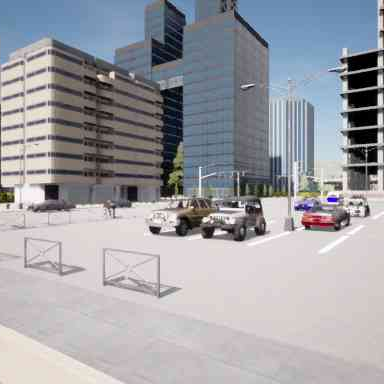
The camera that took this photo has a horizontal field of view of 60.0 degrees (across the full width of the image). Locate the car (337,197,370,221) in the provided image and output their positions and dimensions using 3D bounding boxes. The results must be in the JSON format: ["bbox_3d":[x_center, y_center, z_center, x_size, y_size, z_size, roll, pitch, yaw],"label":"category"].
[{"bbox_3d":[14.074,1.395,28.607,1.970,1.475,3.806,0,0,34],"label":"car"}]

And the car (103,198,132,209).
[{"bbox_3d":[-10.356,1.564,46.560,1.994,1.385,4.181,0,0,35],"label":"car"}]

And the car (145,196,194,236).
[{"bbox_3d":[-0.296,1.153,17.291,1.932,1.855,4.605,0,0,34],"label":"car"}]

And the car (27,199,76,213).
[{"bbox_3d":[-15.980,1.547,38.185,2.033,1.411,5.357,0,0,34],"label":"car"}]

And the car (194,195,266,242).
[{"bbox_3d":[2.074,1.156,15.629,1.905,1.878,3.866,0,0,34],"label":"car"}]

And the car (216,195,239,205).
[{"bbox_3d":[6.330,1.352,58.795,2.097,1.767,4.553,0,0,34],"label":"car"}]

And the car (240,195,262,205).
[{"bbox_3d":[10.365,1.352,58.368,2.097,1.767,4.553,0,0,34],"label":"car"}]

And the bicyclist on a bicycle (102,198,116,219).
[{"bbox_3d":[-6.542,1.302,26.240,1.656,1.620,0.582,0,0,34],"label":"bicyclist on a bicycle"}]

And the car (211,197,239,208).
[{"bbox_3d":[5.107,1.547,50.488,2.033,1.411,5.357,0,0,33],"label":"car"}]

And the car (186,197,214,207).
[{"bbox_3d":[1.293,1.491,51.161,2.128,1.511,4.902,0,0,34],"label":"car"}]
